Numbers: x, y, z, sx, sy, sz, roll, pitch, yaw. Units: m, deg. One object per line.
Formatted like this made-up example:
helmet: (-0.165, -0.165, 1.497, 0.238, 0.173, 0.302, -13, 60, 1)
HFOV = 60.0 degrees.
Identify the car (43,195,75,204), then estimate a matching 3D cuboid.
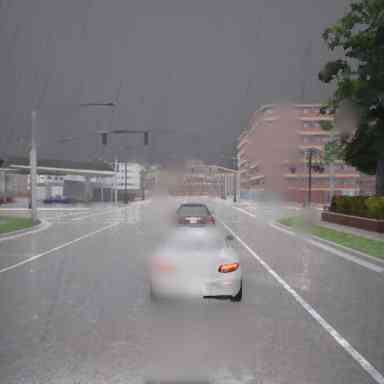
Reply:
car: (-23.439, 1.295, 57.868, 4.611, 1.667, 2.242, 0, 0, 1)

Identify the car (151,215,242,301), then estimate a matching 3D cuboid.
car: (0.087, 1.526, 8.168, 1.812, 1.442, 4.674, 0, 0, 0)

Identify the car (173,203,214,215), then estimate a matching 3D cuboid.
car: (0.064, 1.352, 17.160, 2.097, 1.767, 4.553, 0, 0, 0)

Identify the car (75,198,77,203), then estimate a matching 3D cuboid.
car: (-24.169, 1.456, 63.617, 3.806, 1.475, 1.970, 0, 0, 1)
